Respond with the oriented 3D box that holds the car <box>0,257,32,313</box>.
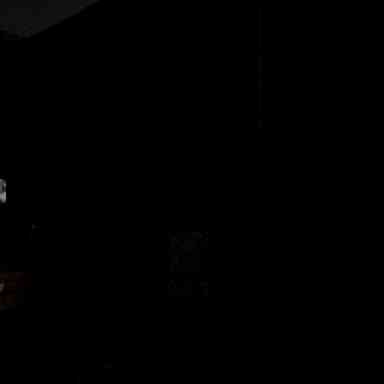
[{"bbox_3d":[-4.999,1.463,6.448,4.829,1.417,1.752,1,0,36],"label":"car"}]
